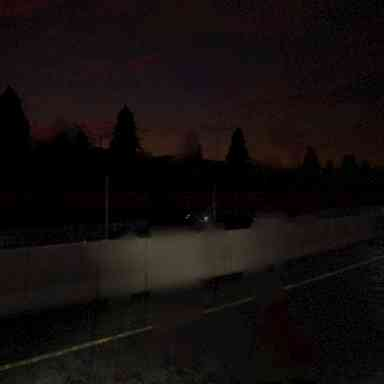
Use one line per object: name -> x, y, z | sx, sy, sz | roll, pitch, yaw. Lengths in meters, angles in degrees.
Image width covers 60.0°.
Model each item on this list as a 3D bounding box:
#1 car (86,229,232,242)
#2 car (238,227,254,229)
car -> -1.181, 1.601, 12.150 | 5.357, 1.411, 2.033 | 0, 0, -40
car -> 1.626, 1.454, 19.413 | 4.553, 1.767, 2.097 | 1, 0, -43
